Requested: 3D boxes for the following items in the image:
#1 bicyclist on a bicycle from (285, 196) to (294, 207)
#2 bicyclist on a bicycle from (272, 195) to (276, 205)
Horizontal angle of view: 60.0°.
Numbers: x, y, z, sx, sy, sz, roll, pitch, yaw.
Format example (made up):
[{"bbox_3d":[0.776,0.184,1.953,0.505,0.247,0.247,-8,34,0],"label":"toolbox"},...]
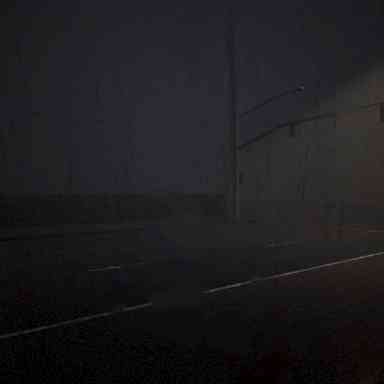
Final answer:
[{"bbox_3d":[14.481,1.453,49.530,1.656,1.620,0.582,0,0,-23],"label":"bicyclist on a bicycle"},{"bbox_3d":[13.481,1.300,54.438,0.582,1.620,1.656,0,0,21],"label":"bicyclist on a bicycle"}]
